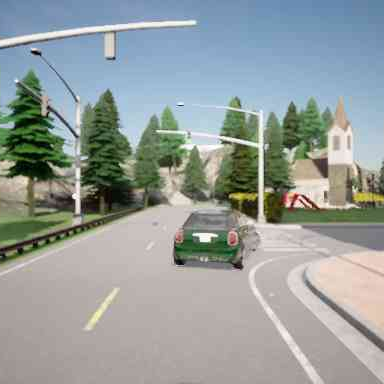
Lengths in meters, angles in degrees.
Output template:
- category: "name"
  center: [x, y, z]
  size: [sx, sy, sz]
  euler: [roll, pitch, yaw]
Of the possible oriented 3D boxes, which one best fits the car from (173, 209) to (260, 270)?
- category: "car"
  center: [0.998, 1.357, 11.480]
  size: [2.097, 1.767, 4.553]
  euler: [0, 0, 17]
